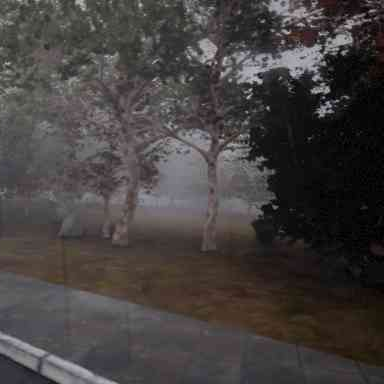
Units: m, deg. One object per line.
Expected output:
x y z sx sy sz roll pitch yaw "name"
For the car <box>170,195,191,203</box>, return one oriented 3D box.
-3.773 1.882 94.194 2.435 2.045 5.566 5 1 41 "car"
